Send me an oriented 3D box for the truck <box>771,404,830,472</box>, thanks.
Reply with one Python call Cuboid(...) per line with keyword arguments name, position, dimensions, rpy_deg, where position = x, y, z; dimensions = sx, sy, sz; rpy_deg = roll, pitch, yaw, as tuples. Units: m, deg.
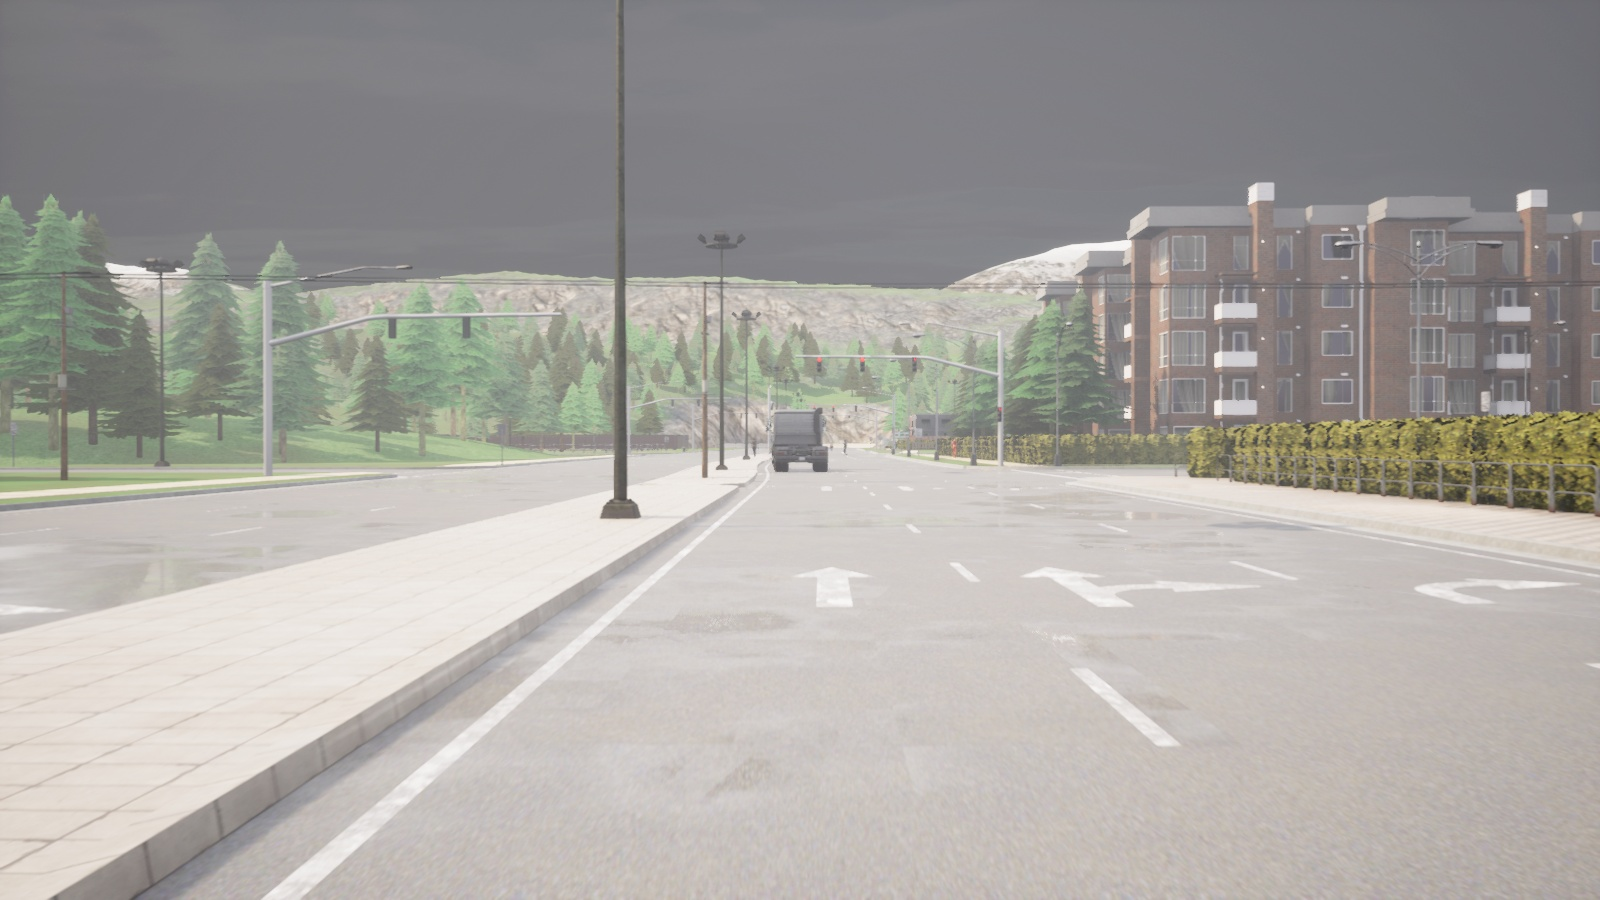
Cuboid(name="truck", position=(-0.059, -0.617, 67.762), dimensions=(2.891, 3.462, 7.936), rpy_deg=(0, 0, -2))
